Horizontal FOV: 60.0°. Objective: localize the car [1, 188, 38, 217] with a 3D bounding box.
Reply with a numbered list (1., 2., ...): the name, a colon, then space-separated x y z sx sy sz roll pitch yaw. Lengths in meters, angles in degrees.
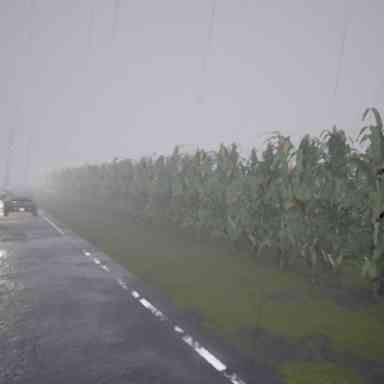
1. car: -11.226 0.719 21.732 1.837 1.490 4.892 2 0 -30
